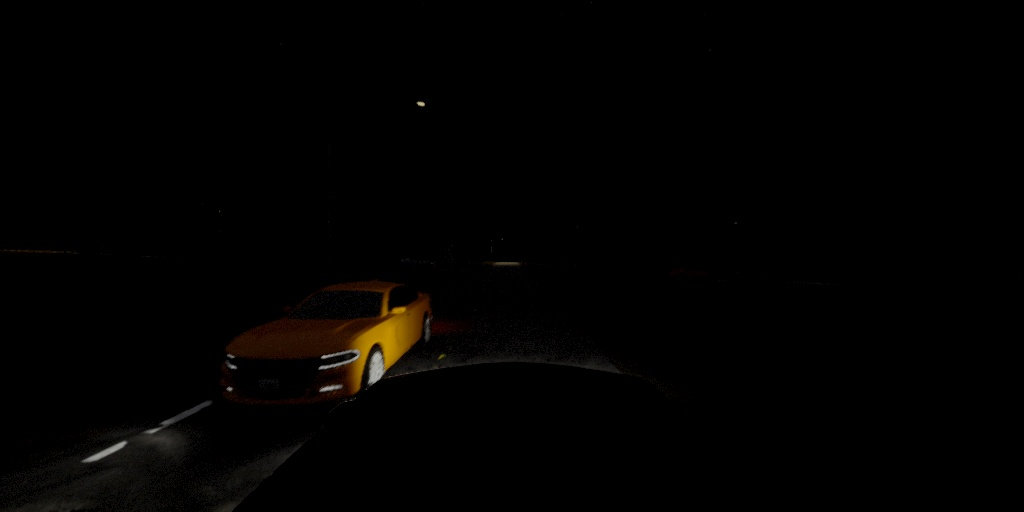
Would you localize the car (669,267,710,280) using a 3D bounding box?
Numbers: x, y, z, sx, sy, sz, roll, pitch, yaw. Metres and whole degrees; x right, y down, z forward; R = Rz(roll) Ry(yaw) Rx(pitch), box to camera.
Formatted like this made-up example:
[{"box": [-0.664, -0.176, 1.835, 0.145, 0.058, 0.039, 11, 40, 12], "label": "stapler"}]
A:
[{"box": [23.260, 2.229, 47.008, 5.008, 1.535, 1.882, 2, -1, 0], "label": "car"}]

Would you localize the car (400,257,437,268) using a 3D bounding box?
[{"box": [-12.204, 0.851, 46.802, 4.674, 1.442, 1.812, 4, -1, 0], "label": "car"}]

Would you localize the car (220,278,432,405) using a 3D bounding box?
[{"box": [-2.849, 1.231, 6.710, 1.882, 1.535, 5.008, 0, 0, 0], "label": "car"}]
